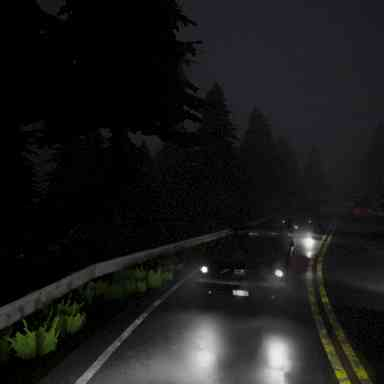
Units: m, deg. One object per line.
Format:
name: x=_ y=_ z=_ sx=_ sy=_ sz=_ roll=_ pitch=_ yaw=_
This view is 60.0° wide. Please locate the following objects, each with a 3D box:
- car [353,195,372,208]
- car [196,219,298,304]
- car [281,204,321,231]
car: x=20.654 y=1.058 z=40.225 sx=2.128 sy=1.511 sz=4.902 roll=-2 pitch=0 yaw=28
car: x=1.594 y=1.598 z=8.417 sx=1.895 sy=1.301 sz=4.718 roll=-1 pitch=0 yaw=18
car: x=6.684 y=1.460 z=20.054 sx=2.033 sy=1.411 sz=5.357 roll=-2 pitch=0 yaw=26
